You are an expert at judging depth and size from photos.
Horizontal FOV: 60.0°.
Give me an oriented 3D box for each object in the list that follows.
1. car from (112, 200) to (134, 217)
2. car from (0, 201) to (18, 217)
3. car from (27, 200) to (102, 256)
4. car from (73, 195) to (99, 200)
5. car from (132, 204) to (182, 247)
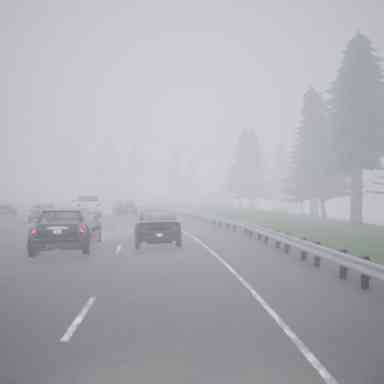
[{"bbox_3d":[-6.520,1.510,31.953,2.128,1.511,4.902,0,0,-21],"label":"car"},{"bbox_3d":[-17.963,1.589,32.095,1.812,1.442,4.674,0,0,-25],"label":"car"},{"bbox_3d":[-4.917,1.368,13.408,2.097,1.767,4.553,0,0,-9],"label":"car"},{"bbox_3d":[-9.758,1.253,30.811,2.150,2.045,5.566,0,0,-21],"label":"car"},{"bbox_3d":[-1.641,1.481,15.094,1.882,1.535,5.008,0,0,-10],"label":"car"}]
